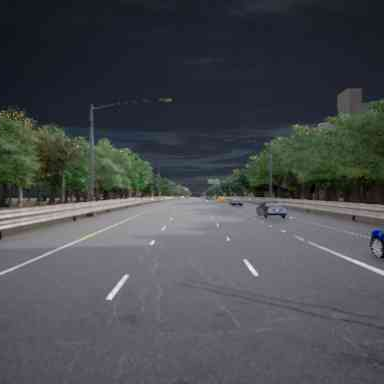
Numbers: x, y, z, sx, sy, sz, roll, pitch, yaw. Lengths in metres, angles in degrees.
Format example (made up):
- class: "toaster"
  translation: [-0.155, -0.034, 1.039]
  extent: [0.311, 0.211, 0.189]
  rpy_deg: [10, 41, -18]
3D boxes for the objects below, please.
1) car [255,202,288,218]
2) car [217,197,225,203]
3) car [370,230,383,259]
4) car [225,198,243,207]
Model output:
- class: "car"
  translation: [7.005, 1.558, 29.765]
  extent: [2.033, 1.411, 5.357]
  rpy_deg: [0, 0, 0]
- class: "car"
  translation: [7.211, 1.844, 81.087]
  extent: [1.882, 1.535, 5.008]
  rpy_deg: [0, -1, 0]
- class: "car"
  translation: [7.225, 1.487, 9.587]
  extent: [1.882, 1.535, 5.008]
  rpy_deg: [0, 0, -3]
- class: "car"
  translation: [7.066, 1.696, 54.539]
  extent: [1.895, 1.301, 4.718]
  rpy_deg: [0, 0, 0]
